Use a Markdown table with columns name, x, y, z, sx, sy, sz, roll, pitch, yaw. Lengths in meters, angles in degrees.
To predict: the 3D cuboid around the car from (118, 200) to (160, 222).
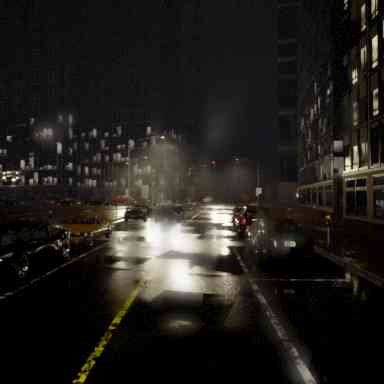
| name | x | y | z | sx | sy | sz | roll | pitch | yaw |
| --- | --- | --- | --- | --- | --- | --- | --- | --- | --- |
| car | -4.118 | 1.576 | 26.383 | 2.008 | 1.369 | 4.403 | 1 | 0 | 5 |

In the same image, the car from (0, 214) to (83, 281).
| name | x | y | z | sx | sy | sz | roll | pitch | yaw |
| --- | --- | --- | --- | --- | --- | --- | --- | --- | --- |
| car | -5.118 | 1.574 | 9.960 | 1.947 | 1.339 | 4.313 | 1 | 0 | 2 |

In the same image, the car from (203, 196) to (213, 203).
| name | x | y | z | sx | sy | sz | roll | pitch | yaw |
| --- | --- | --- | --- | --- | --- | --- | --- | --- | --- |
| car | 3.591 | 1.671 | 73.794 | 1.752 | 1.417 | 4.829 | 1 | 0 | 14 |

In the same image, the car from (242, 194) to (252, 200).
| name | x | y | z | sx | sy | sz | roll | pitch | yaw |
| --- | --- | --- | --- | --- | --- | --- | --- | --- | --- |
| car | 12.592 | 1.436 | 76.034 | 2.192 | 1.841 | 5.009 | 1 | 0 | 15 |

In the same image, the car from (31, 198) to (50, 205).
| name | x | y | z | sx | sy | sz | roll | pitch | yaw |
| --- | --- | --- | --- | --- | --- | --- | --- | --- | --- |
| car | -29.508 | 1.890 | 65.931 | 4.829 | 1.417 | 1.752 | 0 | -1 | 15 |

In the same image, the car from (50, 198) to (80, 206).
| name | x | y | z | sx | sy | sz | roll | pitch | yaw |
| --- | --- | --- | --- | --- | --- | --- | --- | --- | --- |
| car | -20.632 | 1.692 | 55.322 | 4.403 | 1.369 | 2.008 | 0 | -1 | 15 |

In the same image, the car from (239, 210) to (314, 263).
| name | x | y | z | sx | sy | sz | roll | pitch | yaw |
| --- | --- | --- | --- | --- | --- | --- | --- | --- | --- |
| car | 2.980 | 1.570 | 11.890 | 1.947 | 1.339 | 4.313 | 1 | 0 | 2 |

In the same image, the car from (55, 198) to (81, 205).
| name | x | y | z | sx | sy | sz | roll | pitch | yaw |
| --- | --- | --- | --- | --- | --- | --- | --- | --- | --- |
| car | -23.950 | 1.879 | 64.404 | 4.403 | 1.369 | 2.008 | 0 | -1 | 15 |

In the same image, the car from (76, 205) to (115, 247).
| name | x | y | z | sx | sy | sz | roll | pitch | yaw |
| --- | --- | --- | --- | --- | --- | --- | --- | --- | --- |
| car | -4.886 | 1.539 | 15.284 | 1.752 | 1.417 | 4.829 | 1 | 0 | 3 |

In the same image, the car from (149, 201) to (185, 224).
| name | x | y | z | sx | sy | sz | roll | pitch | yaw |
| --- | --- | --- | --- | --- | --- | --- | --- | --- | --- |
| car | -1.643 | 1.621 | 25.305 | 1.895 | 1.301 | 4.718 | 0 | 0 | 5 |

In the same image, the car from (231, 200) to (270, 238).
| name | x | y | z | sx | sy | sz | roll | pitch | yaw |
| --- | --- | --- | --- | --- | --- | --- | --- | --- | --- |
| car | 3.273 | 1.448 | 17.570 | 1.967 | 1.590 | 4.097 | 1 | 0 | 4 |

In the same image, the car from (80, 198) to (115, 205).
| name | x | y | z | sx | sy | sz | roll | pitch | yaw |
| --- | --- | --- | --- | --- | --- | --- | --- | --- | --- |
| car | -15.240 | 1.672 | 53.842 | 4.313 | 1.339 | 1.947 | 0 | -1 | 15 |

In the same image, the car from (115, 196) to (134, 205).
| name | x | y | z | sx | sy | sz | roll | pitch | yaw |
| --- | --- | --- | --- | --- | --- | --- | --- | --- | --- |
| car | -13.160 | 1.571 | 61.446 | 5.009 | 1.841 | 2.192 | 0 | -1 | 15 |

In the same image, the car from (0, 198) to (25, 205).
| name | x | y | z | sx | sy | sz | roll | pitch | yaw |
| --- | --- | --- | --- | --- | --- | --- | --- | --- | --- |
| car | -31.417 | 1.764 | 58.284 | 4.403 | 1.369 | 2.008 | 0 | -1 | 15 |

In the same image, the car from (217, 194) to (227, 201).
| name | x | y | z | sx | sy | sz | roll | pitch | yaw |
| --- | --- | --- | --- | --- | --- | --- | --- | --- | --- |
| car | 8.153 | 1.525 | 89.883 | 2.192 | 1.841 | 5.009 | 1 | 0 | 16 |

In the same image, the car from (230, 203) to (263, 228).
| name | x | y | z | sx | sy | sz | roll | pitch | yaw |
| --- | --- | --- | --- | --- | --- | --- | --- | --- | --- |
| car | 3.662 | 1.555 | 23.200 | 1.887 | 1.381 | 4.507 | 1 | 0 | 5 |

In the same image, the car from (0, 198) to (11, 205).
| name | x | y | z | sx | sy | sz | roll | pitch | yaw |
| --- | --- | --- | --- | --- | --- | --- | --- | --- | --- |
| car | -40.134 | 1.985 | 68.848 | 4.403 | 1.369 | 2.008 | 0 | -1 | 15 |
